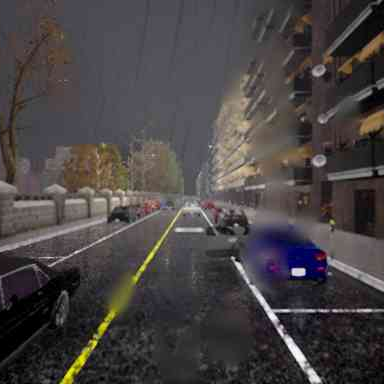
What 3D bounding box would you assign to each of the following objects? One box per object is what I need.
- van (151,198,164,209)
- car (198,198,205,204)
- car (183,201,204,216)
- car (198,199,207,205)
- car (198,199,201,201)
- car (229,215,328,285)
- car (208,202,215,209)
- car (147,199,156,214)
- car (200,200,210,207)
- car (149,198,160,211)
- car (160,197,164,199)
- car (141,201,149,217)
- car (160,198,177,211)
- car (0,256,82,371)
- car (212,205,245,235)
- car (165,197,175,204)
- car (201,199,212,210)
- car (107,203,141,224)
[{"bbox_3d":[-5.795,1.873,55.819,1.690,1.788,3.998,0,-1,0],"label":"van"},{"bbox_3d":[2.520,2.333,89.614,1.967,1.590,4.097,0,-1,0],"label":"car"},{"bbox_3d":[-0.006,1.931,36.206,1.895,1.301,4.718,0,-1,0],"label":"car"},{"bbox_3d":[2.541,2.336,78.354,1.947,1.339,4.313,0,-1,0],"label":"car"},{"bbox_3d":[-0.081,2.056,48.478,1.895,1.301,4.718,0,-1,1],"label":"car"},{"bbox_3d":[2.336,1.614,9.613,1.812,1.442,4.674,0,-1,0],"label":"car"},{"bbox_3d":[2.640,1.797,27.686,1.887,1.381,4.507,0,-1,0],"label":"car"},{"bbox_3d":[-5.762,1.901,38.928,1.887,1.381,4.507,0,-1,0],"label":"car"},{"bbox_3d":[2.563,2.232,67.094,1.802,1.307,4.206,0,-1,0],"label":"car"},{"bbox_3d":[-5.773,1.854,44.557,1.967,1.590,4.097,0,-1,0],"label":"car"},{"bbox_3d":[-5.785,1.788,50.189,2.192,1.841,5.009,0,-1,0],"label":"car"},{"bbox_3d":[-5.751,1.885,33.300,1.802,1.307,4.206,0,-1,0],"label":"car"},{"bbox_3d":[-3.089,2.005,47.262,1.812,1.442,4.674,0,-1,0],"label":"car"},{"bbox_3d":[-3.105,1.641,4.331,1.895,1.301,4.718,0,-1,0],"label":"car"},{"bbox_3d":[2.651,1.752,22.055,2.008,1.369,4.403,0,-1,0],"label":"car"},{"bbox_3d":[-5.860,2.208,89.600,2.192,1.841,5.009,0,-1,0],"label":"car"},{"bbox_3d":[2.596,2.055,50.203,1.802,1.307,4.206,0,-1,0],"label":"car"},{"bbox_3d":[-5.740,1.818,27.670,1.947,1.339,4.313,0,-1,0],"label":"car"}]
